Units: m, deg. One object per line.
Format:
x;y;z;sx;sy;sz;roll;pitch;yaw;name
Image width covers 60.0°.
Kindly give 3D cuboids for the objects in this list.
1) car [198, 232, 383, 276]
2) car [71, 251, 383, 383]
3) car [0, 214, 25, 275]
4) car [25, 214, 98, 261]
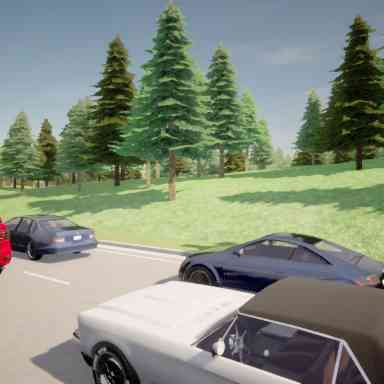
1.756;1.564;7.036;4.181;1.385;1.994;0;0;35;car
0.907;1.601;3.344;4.718;1.301;1.895;0;0;35;car
-7.064;1.221;8.949;5.566;2.045;2.150;0;0;36;car
-5.802;1.547;12.353;5.357;1.411;2.033;0;0;35;car
